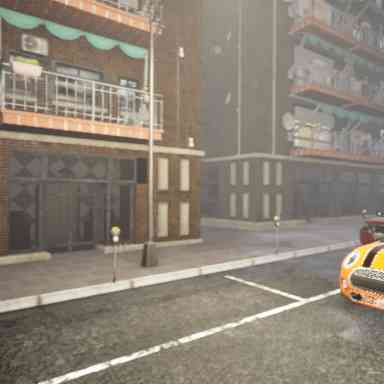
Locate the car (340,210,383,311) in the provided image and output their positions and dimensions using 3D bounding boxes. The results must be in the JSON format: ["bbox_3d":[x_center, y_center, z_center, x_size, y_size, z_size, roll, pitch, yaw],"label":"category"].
[{"bbox_3d":[5.123,1.311,6.946,4.553,1.767,2.097,0,0,-35],"label":"car"}]
